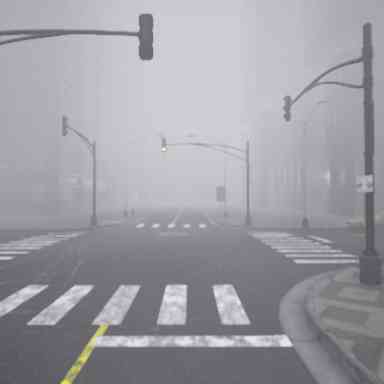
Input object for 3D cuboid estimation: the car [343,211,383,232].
[{"bbox_3d":[11.630,1.723,19.910,4.829,1.417,1.752,0,-1,0],"label":"car"}]
